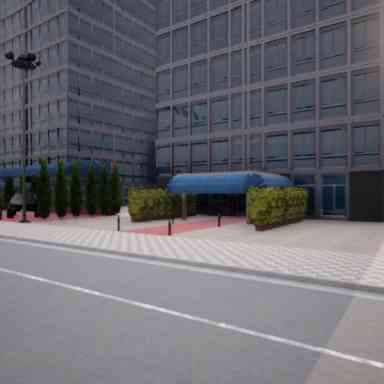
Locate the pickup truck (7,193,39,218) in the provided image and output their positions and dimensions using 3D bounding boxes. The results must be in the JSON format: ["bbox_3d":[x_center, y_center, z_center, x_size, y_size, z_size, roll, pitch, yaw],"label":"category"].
[{"bbox_3d":[-15.079,1.163,29.994,2.390,2.098,6.274,0,0,-25],"label":"pickup truck"}]
